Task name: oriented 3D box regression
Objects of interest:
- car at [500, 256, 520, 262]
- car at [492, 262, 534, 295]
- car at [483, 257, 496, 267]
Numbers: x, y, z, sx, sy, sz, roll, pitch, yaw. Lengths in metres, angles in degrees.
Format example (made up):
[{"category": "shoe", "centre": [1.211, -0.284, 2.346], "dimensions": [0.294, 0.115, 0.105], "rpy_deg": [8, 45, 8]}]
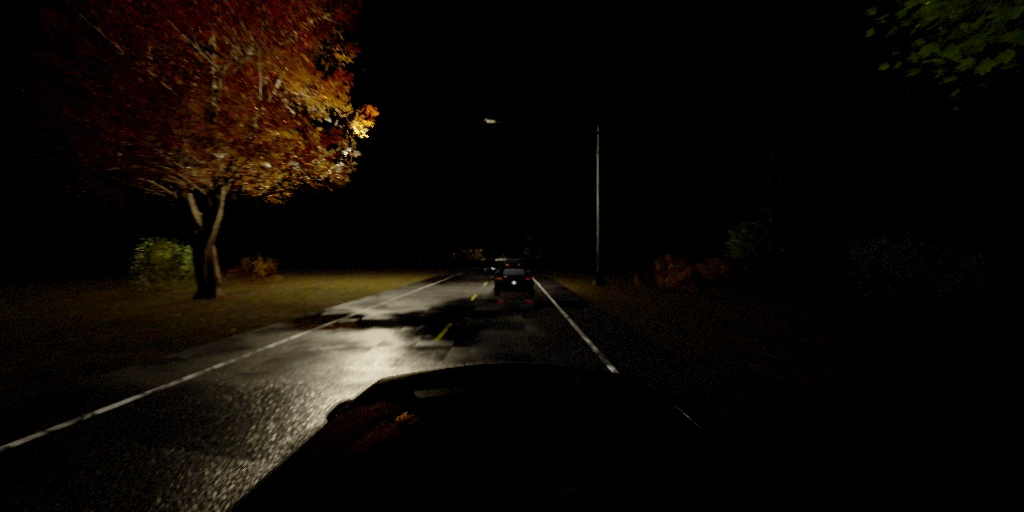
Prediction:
[{"category": "car", "centre": [0.090, 1.025, 36.759], "dimensions": [2.128, 1.511, 4.902], "rpy_deg": [0, 0, 0]}, {"category": "car", "centre": [0.096, 1.208, 18.915], "dimensions": [1.994, 1.385, 4.181], "rpy_deg": [0, 0, 0]}, {"category": "car", "centre": [-3.537, 0.946, 58.045], "dimensions": [2.033, 1.411, 5.357], "rpy_deg": [0, 0, 1]}]
